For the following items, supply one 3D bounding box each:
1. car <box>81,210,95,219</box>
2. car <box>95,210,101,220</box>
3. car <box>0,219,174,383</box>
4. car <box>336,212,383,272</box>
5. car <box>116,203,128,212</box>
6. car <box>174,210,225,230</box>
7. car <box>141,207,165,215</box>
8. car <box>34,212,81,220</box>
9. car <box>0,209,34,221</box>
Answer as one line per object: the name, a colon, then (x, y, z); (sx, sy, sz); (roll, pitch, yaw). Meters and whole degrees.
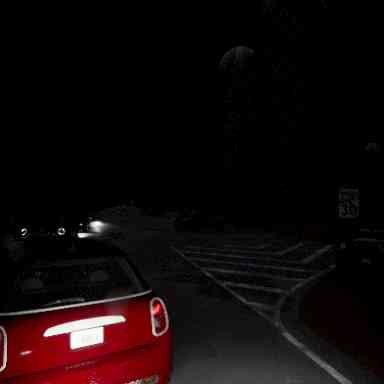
car: (-9.099, 2.313, 26.177); (2.033, 1.411, 5.357); (0, -2, -12)
car: (-12.063, 2.798, 40.219); (1.895, 1.301, 4.718); (0, -2, -12)
car: (-2.090, 1.462, 4.979); (2.097, 1.767, 4.553); (1, -2, -31)
car: (6.442, 1.645, 11.099); (3.866, 1.878, 1.905); (2, -2, -44)
car: (-17.212, 3.638, 80.510); (2.150, 2.045, 5.566); (0, -2, -12)
car: (0.570, 2.264, 27.051); (3.988, 1.617, 1.851); (0, -2, -13)
car: (-6.900, 3.321, 59.190); (4.181, 1.381, 1.994); (0, -2, -13)
car: (-7.031, 1.823, 16.619); (2.097, 1.767, 4.553); (0, -2, -12)
car: (-5.307, 1.397, 6.983); (2.150, 2.045, 5.566); (0, -2, -11)
